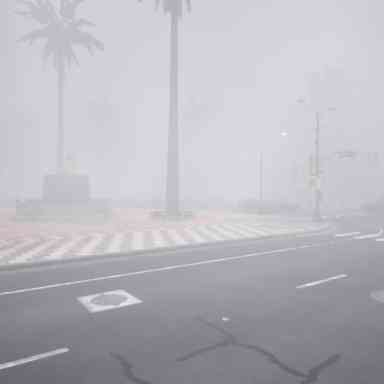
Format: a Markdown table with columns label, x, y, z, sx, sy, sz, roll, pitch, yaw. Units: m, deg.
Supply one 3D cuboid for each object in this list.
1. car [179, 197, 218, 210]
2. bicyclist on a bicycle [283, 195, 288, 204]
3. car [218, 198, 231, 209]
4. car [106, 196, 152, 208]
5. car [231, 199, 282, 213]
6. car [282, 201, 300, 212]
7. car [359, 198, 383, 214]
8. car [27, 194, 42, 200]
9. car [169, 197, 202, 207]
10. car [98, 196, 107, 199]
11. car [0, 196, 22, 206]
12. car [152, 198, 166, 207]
| label | x | y | z | sx | sy | sz | roll | pitch | yaw |
| --- | --- | --- | --- | --- | --- | --- | --- | --- | --- |
| car | 0.560 | 1.525 | 42.928 | 4.674 | 1.442 | 1.812 | 0 | 0 | 34 |
| bicyclist on a bicycle | 15.275 | 1.299 | 54.474 | 0.582 | 1.620 | 1.656 | 0 | 0 | 42 |
| car | 3.422 | 1.504 | 45.084 | 4.892 | 1.490 | 1.837 | 0 | 0 | 36 |
| car | -8.954 | 1.547 | 47.546 | 5.357 | 1.411 | 2.033 | 0 | 0 | 14 |
| car | 7.028 | 1.504 | 36.509 | 1.837 | 1.490 | 4.892 | 0 | 0 | -39 |
| car | 9.975 | 1.600 | 38.435 | 1.895 | 1.301 | 4.718 | 0 | 0 | -39 |
| car | 18.941 | 1.350 | 32.669 | 2.097 | 1.767 | 4.553 | 0 | 0 | -35 |
| car | -26.045 | 1.221 | 58.555 | 5.566 | 2.045 | 2.150 | 0 | 0 | -10 |
| car | -0.967 | 1.504 | 52.120 | 4.892 | 1.490 | 1.837 | 0 | -1 | 27 |
| car | -15.836 | 1.491 | 59.119 | 4.902 | 1.511 | 2.128 | 0 | 0 | 2 |
| car | -30.280 | 1.478 | 53.856 | 5.008 | 1.535 | 1.882 | -1 | 0 | -15 |
| car | -5.369 | 1.563 | 49.897 | 4.181 | 1.385 | 1.994 | 0 | 0 | 19 |
